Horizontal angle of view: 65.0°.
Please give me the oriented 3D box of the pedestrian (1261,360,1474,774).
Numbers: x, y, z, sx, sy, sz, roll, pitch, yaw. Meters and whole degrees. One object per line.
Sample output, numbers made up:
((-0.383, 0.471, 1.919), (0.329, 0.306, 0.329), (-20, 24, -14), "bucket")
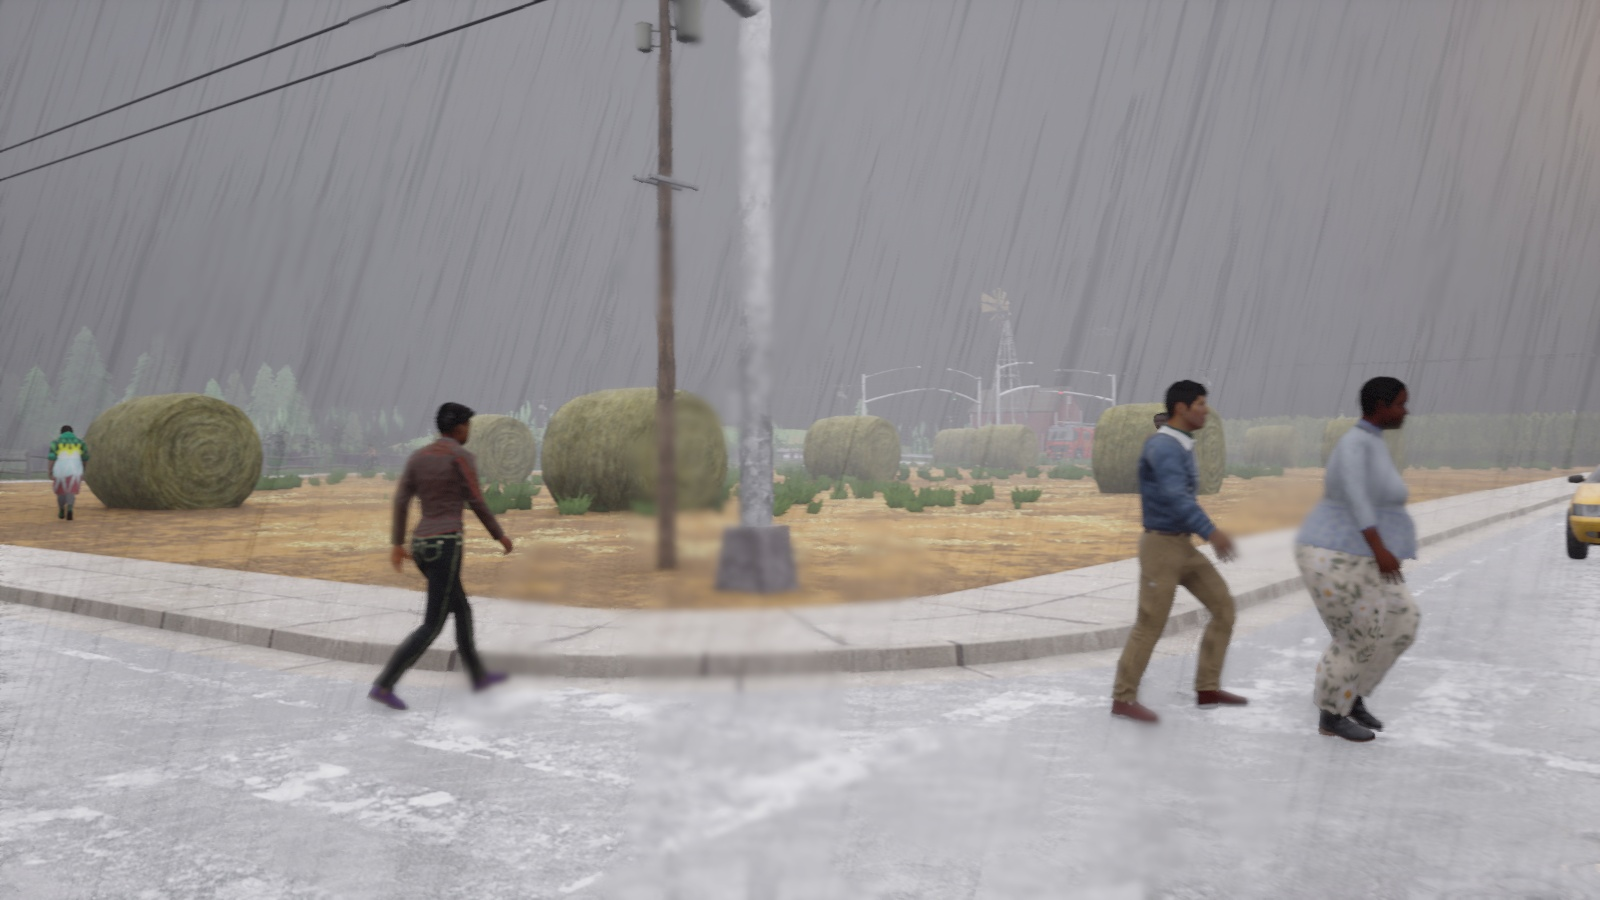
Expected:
((2.826, 0.521, 6.219), (0.900, 1.855, 0.874), (0, 0, 28), "pedestrian")

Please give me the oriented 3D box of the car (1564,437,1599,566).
((11.800, 0.628, 17.196), (1.801, 1.575, 5.366), (0, 0, 36), "car")

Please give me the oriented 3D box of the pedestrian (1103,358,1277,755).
((2.032, 0.521, 6.547), (0.788, 1.949, 0.423), (0, 0, 31), "pedestrian")

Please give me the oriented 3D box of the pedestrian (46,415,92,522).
((-13.779, 0.339, 23.660), (0.659, 1.952, 0.873), (0, 0, -36), "pedestrian")

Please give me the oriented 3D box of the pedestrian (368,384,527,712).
((-2.051, 0.539, 7.360), (0.328, 1.805, 0.869), (0, 0, 39), "pedestrian")

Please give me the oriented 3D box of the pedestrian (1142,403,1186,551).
((4.881, 0.356, 16.819), (0.396, 1.930, 0.692), (0, 0, 32), "pedestrian")
